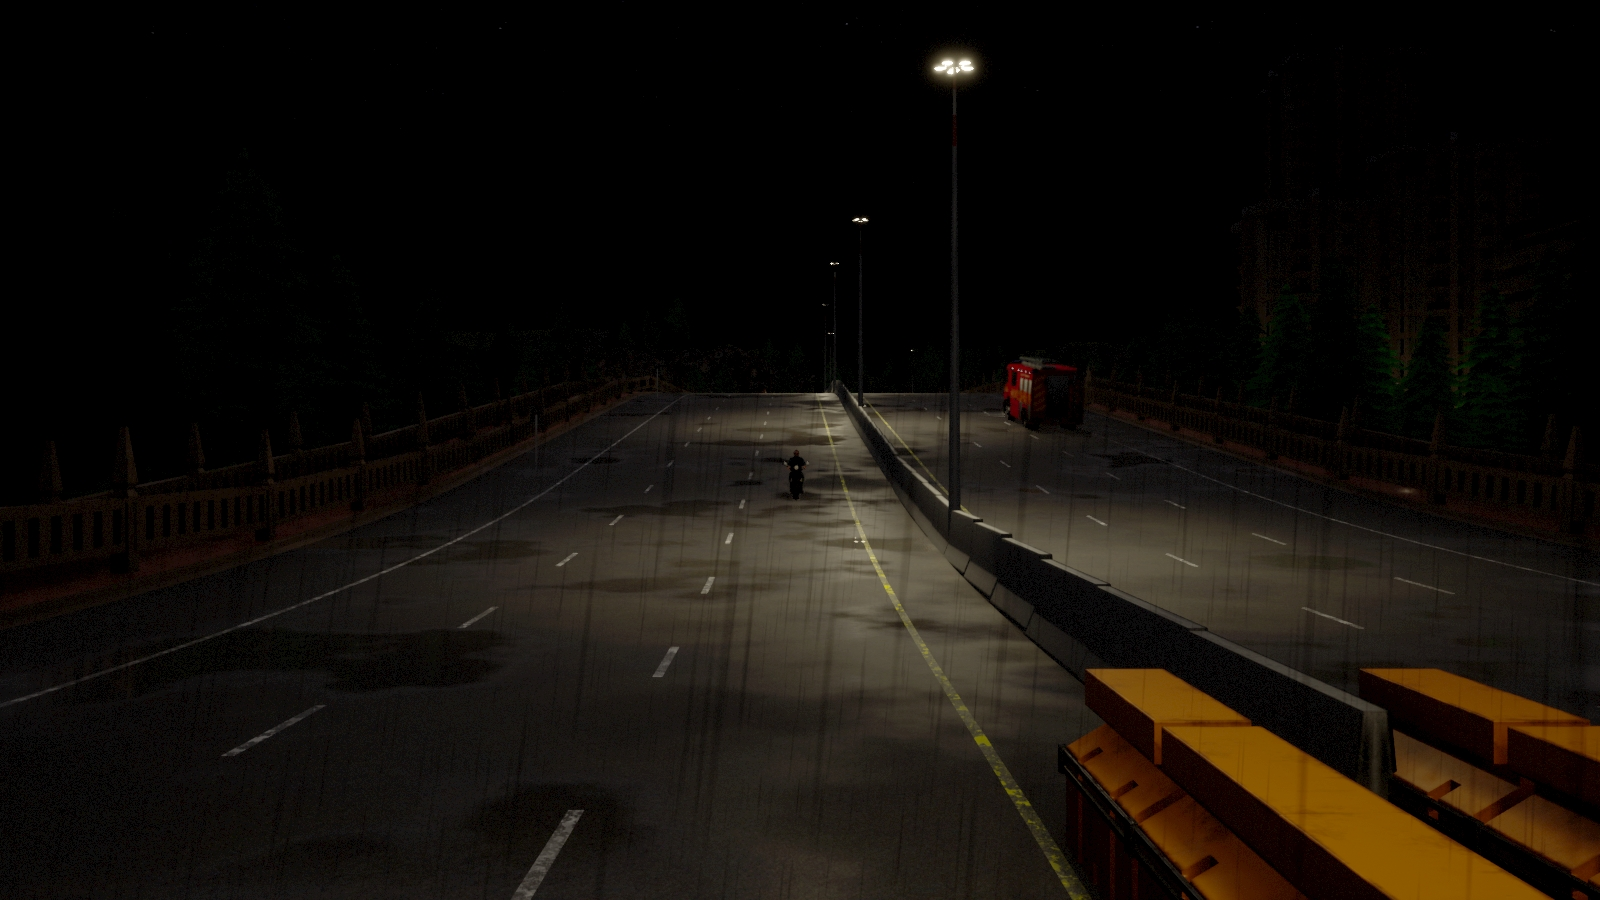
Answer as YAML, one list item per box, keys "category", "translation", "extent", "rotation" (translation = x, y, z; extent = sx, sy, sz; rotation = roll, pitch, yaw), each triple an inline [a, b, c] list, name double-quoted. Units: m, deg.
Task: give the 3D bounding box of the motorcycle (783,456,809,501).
- category: "motorcycle"
  translation: [-0.121, 0.944, 38.496]
  extent: [0.856, 1.316, 1.805]
  rotation: [0, 5, 0]
